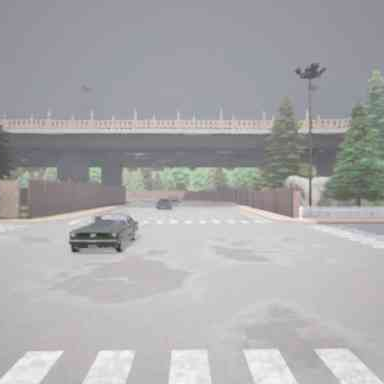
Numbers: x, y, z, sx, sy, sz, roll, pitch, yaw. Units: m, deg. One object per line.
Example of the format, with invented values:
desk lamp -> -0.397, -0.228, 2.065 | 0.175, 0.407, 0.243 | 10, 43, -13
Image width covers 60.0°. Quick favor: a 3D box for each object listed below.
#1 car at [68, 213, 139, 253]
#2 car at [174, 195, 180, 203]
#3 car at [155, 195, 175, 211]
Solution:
car -> -3.443, 1.580, 13.757 | 1.895, 1.301, 4.718 | 0, 0, 0
car -> -3.735, 1.347, 66.284 | 2.097, 1.767, 4.553 | 0, 0, -14
car -> -3.431, 1.562, 41.385 | 1.837, 1.490, 4.892 | 0, 2, -1
